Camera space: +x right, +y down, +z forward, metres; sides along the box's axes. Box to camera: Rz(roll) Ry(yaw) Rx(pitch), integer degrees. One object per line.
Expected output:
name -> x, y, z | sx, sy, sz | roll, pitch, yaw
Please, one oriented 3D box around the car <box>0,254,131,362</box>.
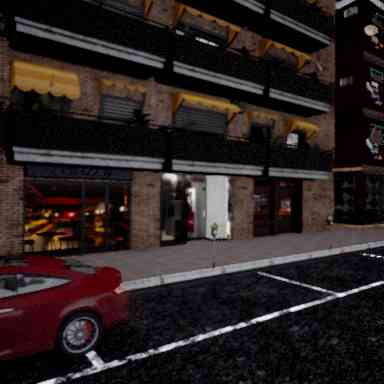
car -> -2.907, 1.575, 4.494 | 4.206, 1.307, 1.802 | 1, 0, -35
